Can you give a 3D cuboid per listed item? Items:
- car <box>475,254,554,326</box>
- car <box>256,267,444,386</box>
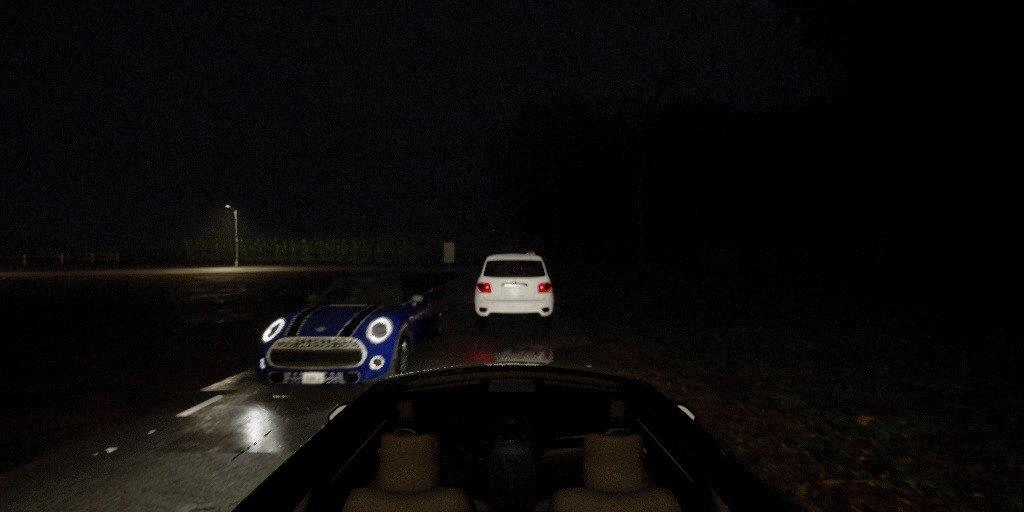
[{"bbox_3d":[0.057,0.958,11.713,2.150,2.045,5.566,0,0,0],"label":"car"},{"bbox_3d":[-2.771,1.098,7.221,2.097,1.767,4.553,0,0,0],"label":"car"}]
